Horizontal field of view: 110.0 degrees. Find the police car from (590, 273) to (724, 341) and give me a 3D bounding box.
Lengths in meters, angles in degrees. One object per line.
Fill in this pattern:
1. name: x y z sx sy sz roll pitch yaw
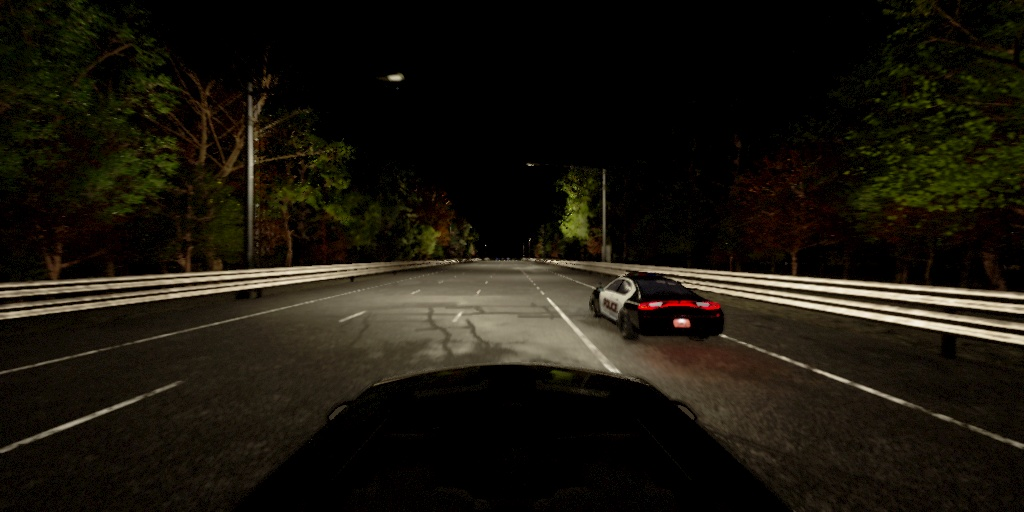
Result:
1. police car: 3.572 1.246 10.022 2.038 1.542 4.974 0 0 -1
